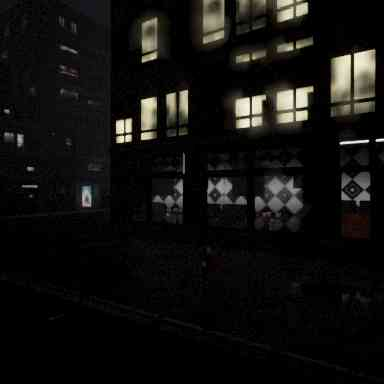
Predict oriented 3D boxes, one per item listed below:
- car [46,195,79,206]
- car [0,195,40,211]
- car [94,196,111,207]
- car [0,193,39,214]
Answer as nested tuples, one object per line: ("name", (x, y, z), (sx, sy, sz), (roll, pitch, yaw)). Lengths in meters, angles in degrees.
("car", (-16.660, 1.074, 42.917), (1.802, 1.307, 4.206), (1, 2, 35))
("car", (-18.955, 1.144, 35.135), (1.837, 1.490, 4.892), (0, 2, 35))
("car", (-9.754, 1.072, 38.170), (1.947, 1.339, 4.313), (1, 2, 35))
("car", (-16.106, 1.029, 29.069), (2.192, 1.841, 5.009), (1, 2, 35))
